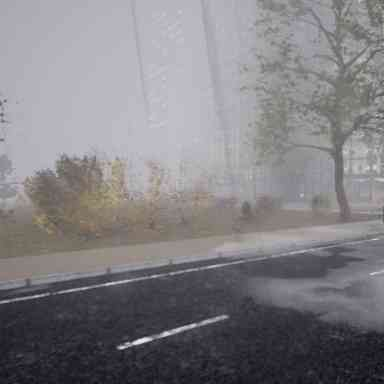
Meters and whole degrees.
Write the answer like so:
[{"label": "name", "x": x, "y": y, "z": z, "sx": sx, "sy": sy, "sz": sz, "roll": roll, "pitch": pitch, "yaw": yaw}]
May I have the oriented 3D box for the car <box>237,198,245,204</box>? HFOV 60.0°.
[{"label": "car", "x": 7.200, "y": 1.384, "z": 57.314, "sx": 2.128, "sy": 1.511, "sz": 4.902, "roll": 1, "pitch": 0, "yaw": -33}]
